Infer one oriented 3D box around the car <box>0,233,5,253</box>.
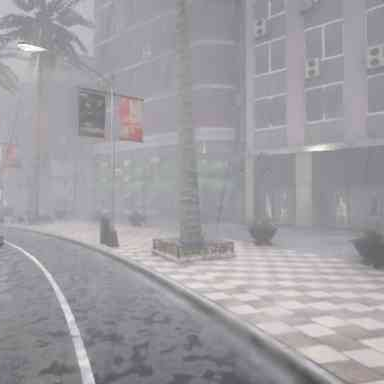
[{"bbox_3d":[-9.202,1.846,13.783,1.895,1.301,4.718,0,-1,-38],"label":"car"}]
